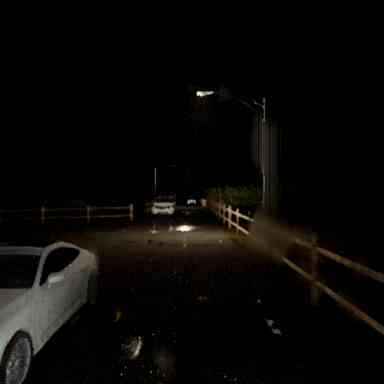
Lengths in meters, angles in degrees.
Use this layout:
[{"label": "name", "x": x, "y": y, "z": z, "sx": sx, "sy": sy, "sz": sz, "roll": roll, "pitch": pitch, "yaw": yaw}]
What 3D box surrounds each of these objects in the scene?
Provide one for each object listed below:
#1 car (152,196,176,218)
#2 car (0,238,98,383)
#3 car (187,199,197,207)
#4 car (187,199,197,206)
[{"label": "car", "x": -2.772, "y": 1.464, "z": 34.074, "sx": 2.150, "sy": 2.045, "sz": 5.566, "roll": 0, "pitch": -1, "yaw": 0}, {"label": "car", "x": -2.844, "y": 1.548, "z": 5.287, "sx": 1.812, "sy": 1.442, "sz": 4.674, "roll": 0, "pitch": 0, "yaw": 0}, {"label": "car", "x": -0.033, "y": 2.202, "z": 62.449, "sx": 1.895, "sy": 1.301, "sz": 4.718, "roll": 0, "pitch": -1, "yaw": 0}, {"label": "car", "x": -0.039, "y": 2.179, "z": 72.431, "sx": 2.128, "sy": 1.511, "sz": 4.902, "roll": 0, "pitch": -1, "yaw": 0}]
